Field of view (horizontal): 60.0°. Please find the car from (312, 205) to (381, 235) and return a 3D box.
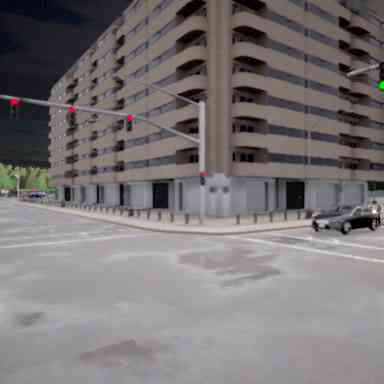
[{"bbox_3d":[8.797,1.483,18.853,4.902,1.511,2.128,0,0,-35],"label":"car"}]
